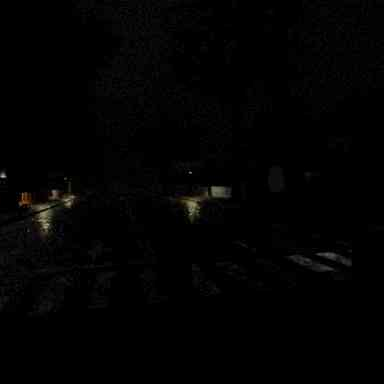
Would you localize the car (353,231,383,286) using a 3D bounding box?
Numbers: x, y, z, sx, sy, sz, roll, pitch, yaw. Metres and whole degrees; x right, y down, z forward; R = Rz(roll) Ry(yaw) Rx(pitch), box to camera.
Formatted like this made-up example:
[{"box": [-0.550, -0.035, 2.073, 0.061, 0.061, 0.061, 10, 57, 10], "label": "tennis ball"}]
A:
[{"box": [4.837, 1.155, 5.516, 2.128, 1.511, 4.902, -2, 2, -13], "label": "car"}]
